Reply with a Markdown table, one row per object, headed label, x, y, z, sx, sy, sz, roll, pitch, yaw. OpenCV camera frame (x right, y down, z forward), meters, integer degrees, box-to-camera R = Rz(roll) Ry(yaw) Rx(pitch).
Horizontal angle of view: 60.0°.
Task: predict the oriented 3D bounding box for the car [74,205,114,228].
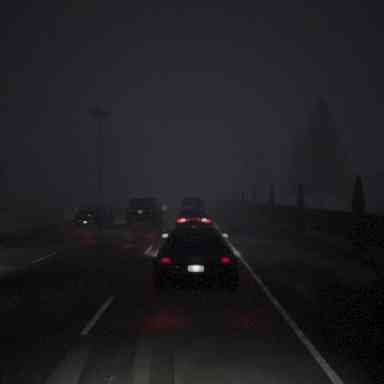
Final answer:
| label | x | y | z | sx | sy | sz | roll | pitch | yaw |
| --- | --- | --- | --- | --- | --- | --- | --- | --- | --- |
| car | -6.925 | 1.706 | 23.943 | 1.837 | 1.490 | 4.892 | 0 | 0 | 0 |

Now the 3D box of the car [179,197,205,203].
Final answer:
| label | x | y | z | sx | sy | sz | roll | pitch | yaw |
| --- | --- | --- | --- | --- | --- | --- | --- | --- | --- |
| car | 0.006 | 1.477 | 30.317 | 2.150 | 2.045 | 5.566 | 0 | 0 | -1 |

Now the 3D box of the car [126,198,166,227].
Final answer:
| label | x | y | z | sx | sy | sz | roll | pitch | yaw |
| --- | --- | --- | --- | --- | --- | --- | --- | --- | --- |
| car | -3.428 | 1.428 | 24.645 | 2.150 | 2.045 | 5.566 | 0 | 0 | 0 |

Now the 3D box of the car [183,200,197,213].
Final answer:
| label | x | y | z | sx | sy | sz | roll | pitch | yaw |
| --- | --- | --- | --- | --- | --- | --- | --- | --- | --- |
| car | -0.317 | 1.815 | 42.867 | 1.801 | 1.575 | 5.366 | 0 | 0 | -2 |

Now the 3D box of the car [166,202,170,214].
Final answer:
| label | x | y | z | sx | sy | sz | roll | pitch | yaw |
| --- | --- | --- | --- | --- | --- | --- | --- | --- | --- |
| car | -3.761 | 1.866 | 40.807 | 1.812 | 1.442 | 4.674 | 0 | 0 | -2 |

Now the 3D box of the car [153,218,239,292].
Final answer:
| label | x | y | z | sx | sy | sz | roll | pitch | yaw |
| --- | --- | --- | --- | --- | --- | --- | --- | --- | --- |
| car | 0.093 | 1.640 | 9.162 | 1.994 | 1.385 | 4.181 | 0 | -1 | 0 |

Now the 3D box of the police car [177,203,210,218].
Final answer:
| label | x | y | z | sx | sy | sz | roll | pitch | yaw |
| --- | --- | --- | --- | --- | --- | --- | --- | --- | --- |
| police car | 0.088 | 1.673 | 19.645 | 2.038 | 1.542 | 4.974 | 0 | 0 | 0 |
